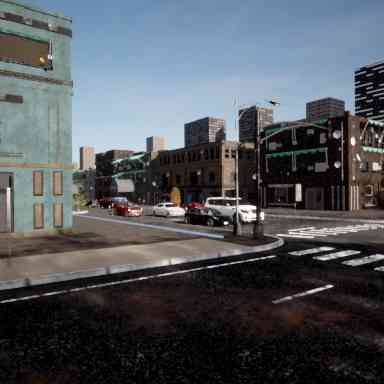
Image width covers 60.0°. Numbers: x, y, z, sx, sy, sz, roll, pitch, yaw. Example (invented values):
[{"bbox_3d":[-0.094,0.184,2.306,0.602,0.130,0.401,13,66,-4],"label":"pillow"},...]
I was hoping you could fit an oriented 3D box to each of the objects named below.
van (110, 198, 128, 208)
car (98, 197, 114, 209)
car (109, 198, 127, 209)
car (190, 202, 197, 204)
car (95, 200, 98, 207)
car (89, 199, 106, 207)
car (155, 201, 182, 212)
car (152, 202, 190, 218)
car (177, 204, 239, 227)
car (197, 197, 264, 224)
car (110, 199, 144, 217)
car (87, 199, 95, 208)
[{"bbox_3d":[-12.951,1.907,59.143,1.690,1.788,3.998,-1,0,-36],"label":"van"},{"bbox_3d":[-13.421,2.066,55.370,1.837,1.490,4.892,-1,0,-36],"label":"car"},{"bbox_3d":[-8.581,1.931,43.118,1.882,1.535,5.008,-1,0,-35],"label":"car"},{"bbox_3d":[-0.070,1.904,41.133,1.802,1.307,4.206,-2,0,-36],"label":"car"},{"bbox_3d":[-16.171,1.940,63.646,2.192,1.841,5.009,-1,0,-36],"label":"car"},{"bbox_3d":[-19.384,2.228,68.149,1.887,1.381,4.507,-1,0,-36],"label":"car"},{"bbox_3d":[-3.288,1.966,45.635,1.802,1.307,4.206,-2,0,-36],"label":"car"},{"bbox_3d":[-2.537,1.862,34.646,1.812,1.442,4.674,-1,0,-35],"label":"car"},{"bbox_3d":[1.085,1.814,24.898,1.947,1.339,4.313,-2,0,-36],"label":"car"},{"bbox_3d":[3.165,1.445,26.662,2.150,2.045,5.566,-1,0,-35],"label":"car"},{"bbox_3d":[-6.889,1.846,36.257,1.967,1.590,4.097,-1,0,-36],"label":"car"},{"bbox_3d":[-19.196,2.159,63.450,2.128,1.511,4.902,-1,0,-36],"label":"car"}]
